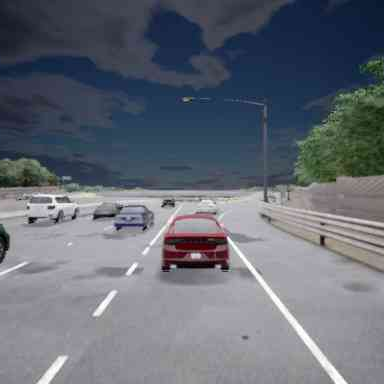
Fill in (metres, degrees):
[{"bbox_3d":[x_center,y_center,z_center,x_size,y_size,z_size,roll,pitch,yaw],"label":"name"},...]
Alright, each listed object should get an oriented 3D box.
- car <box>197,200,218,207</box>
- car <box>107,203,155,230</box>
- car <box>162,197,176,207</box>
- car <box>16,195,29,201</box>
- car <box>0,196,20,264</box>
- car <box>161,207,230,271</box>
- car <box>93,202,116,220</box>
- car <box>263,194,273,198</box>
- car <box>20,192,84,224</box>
[{"bbox_3d":[1.570,1.518,33.021,1.812,1.442,4.674,0,0,9],"label":"car"},{"bbox_3d":[-3.499,1.546,20.866,2.033,1.411,5.357,0,0,0],"label":"car"},{"bbox_3d":[-3.497,1.557,51.389,1.837,1.490,4.892,0,0,0],"label":"car"},{"bbox_3d":[-42.424,1.576,83.245,1.994,1.385,4.181,1,0,-16],"label":"car"},{"bbox_3d":[-6.899,1.222,8.295,2.150,2.045,5.566,0,0,0],"label":"car"},{"bbox_3d":[0.101,1.477,10.945,1.882,1.535,5.008,0,0,0],"label":"car"},{"bbox_3d":[-6.898,1.563,28.170,1.994,1.385,4.181,0,0,0],"label":"car"},{"bbox_3d":[20.552,1.446,90.889,1.837,1.490,4.892,-1,1,17],"label":"car"},{"bbox_3d":[-10.397,1.221,25.164,2.150,2.045,5.566,0,0,0],"label":"car"}]
